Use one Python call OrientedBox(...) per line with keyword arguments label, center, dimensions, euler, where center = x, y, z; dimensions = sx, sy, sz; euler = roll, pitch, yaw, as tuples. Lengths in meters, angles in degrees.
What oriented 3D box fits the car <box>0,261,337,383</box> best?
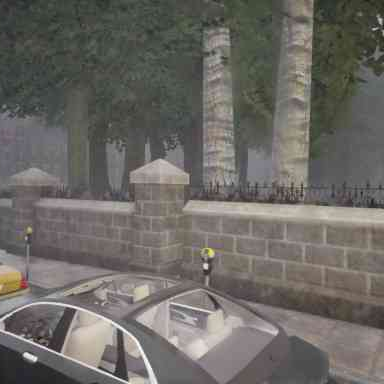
OrientedBox(label="car", center=(-0.871, 1.550, 3.416), dimensions=(4.403, 1.369, 2.008), euler=(0, 1, 36))
